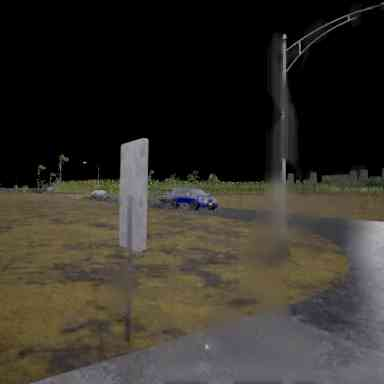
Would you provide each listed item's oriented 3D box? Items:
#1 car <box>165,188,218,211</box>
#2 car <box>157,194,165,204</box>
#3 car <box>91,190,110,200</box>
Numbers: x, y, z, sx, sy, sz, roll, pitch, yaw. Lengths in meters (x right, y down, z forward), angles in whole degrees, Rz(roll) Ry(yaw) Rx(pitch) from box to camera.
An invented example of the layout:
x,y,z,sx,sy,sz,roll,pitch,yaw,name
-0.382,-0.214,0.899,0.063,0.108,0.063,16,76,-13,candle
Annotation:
x,y,z,sx,sy,sz,roll,pitch,yaw,name
0.065,0.660,31.432,2.150,2.045,5.566,2,0,-35,car
-2.580,0.808,41.458,1.837,1.490,4.892,2,0,-35,car
-14.465,0.400,52.259,1.812,1.442,4.674,2,0,-35,car
